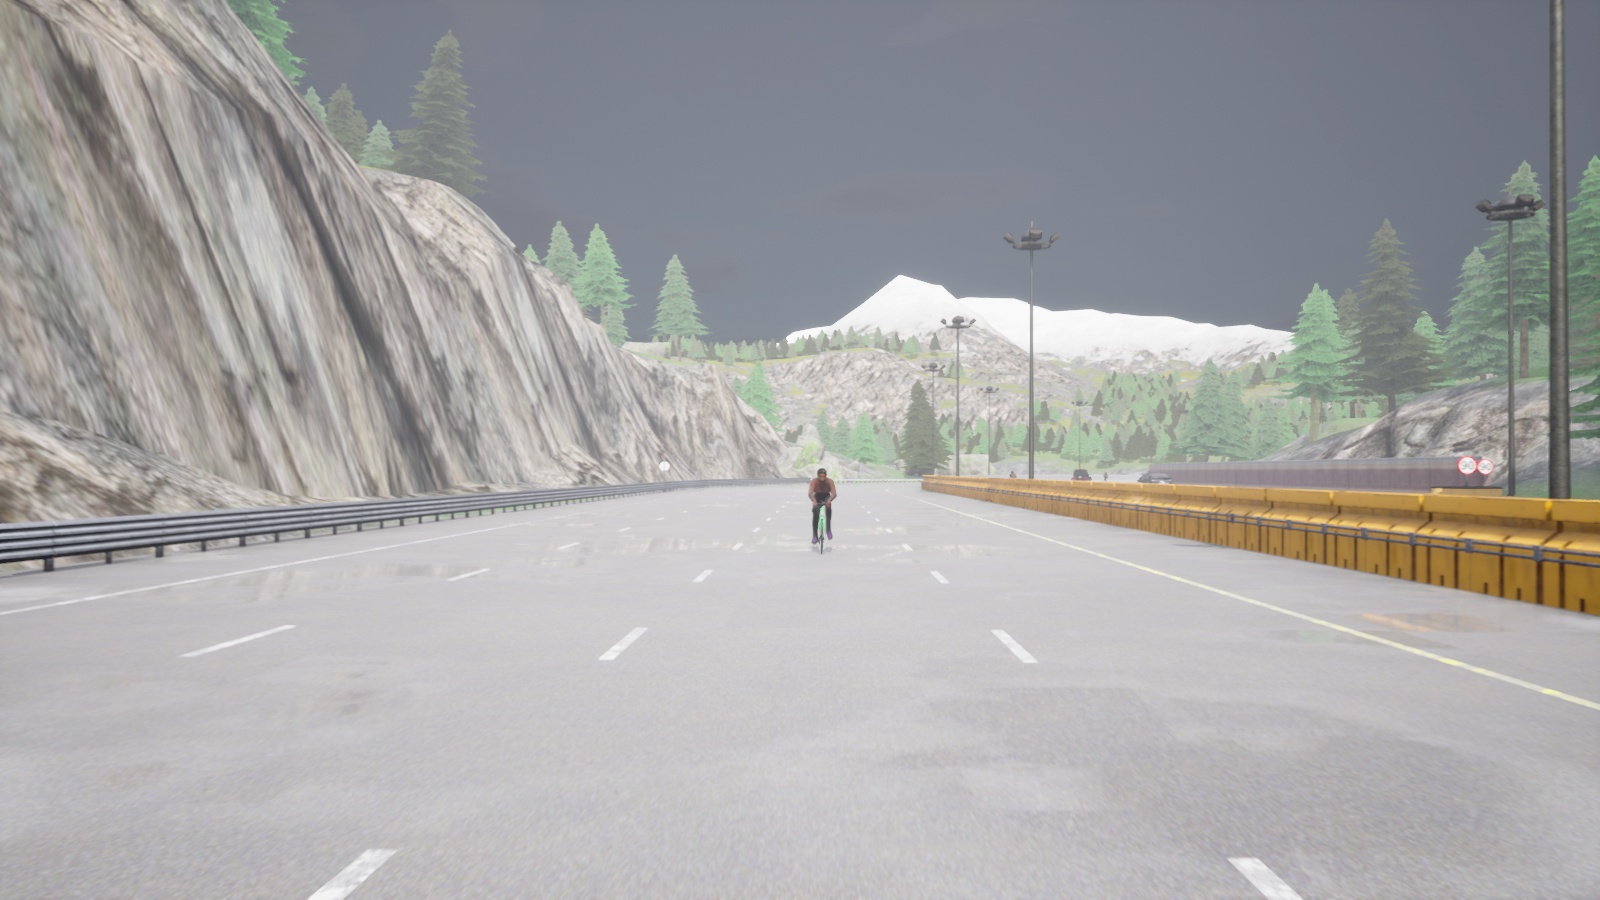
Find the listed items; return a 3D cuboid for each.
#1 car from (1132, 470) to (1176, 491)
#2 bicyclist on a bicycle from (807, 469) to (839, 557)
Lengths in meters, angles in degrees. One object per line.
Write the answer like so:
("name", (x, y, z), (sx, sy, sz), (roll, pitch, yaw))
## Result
("car", (25.975, 2.204, 92.277), (2.007, 1.525, 4.514), (0, -1, 1))
("bicyclist on a bicycle", (0.432, 1.164, 23.781), (0.582, 1.620, 1.656), (0, -1, 1))
